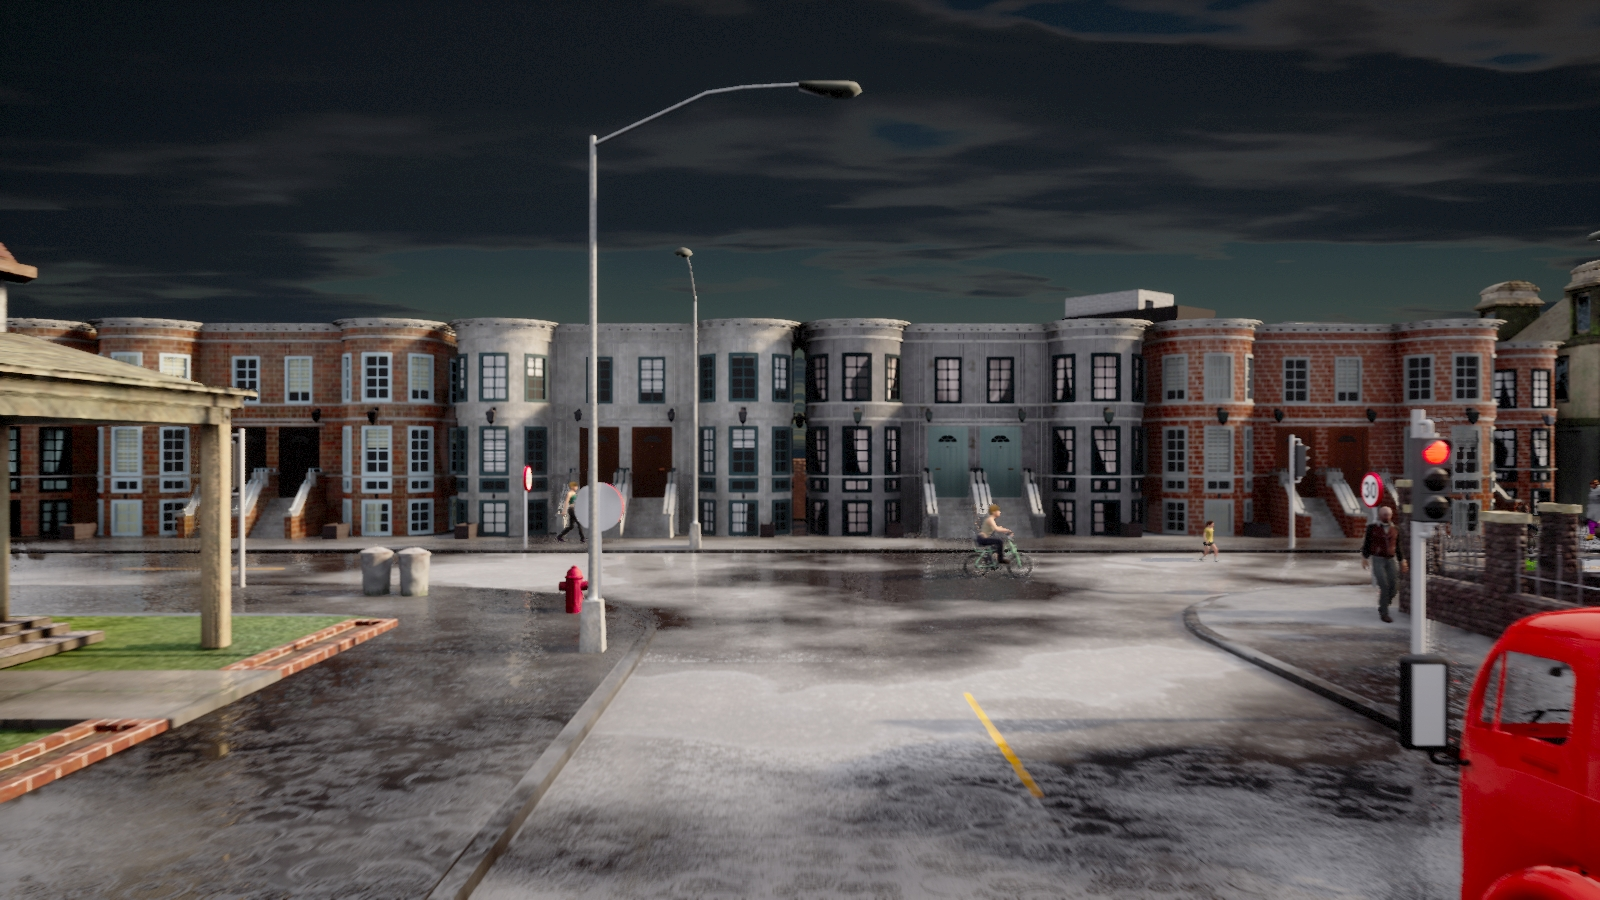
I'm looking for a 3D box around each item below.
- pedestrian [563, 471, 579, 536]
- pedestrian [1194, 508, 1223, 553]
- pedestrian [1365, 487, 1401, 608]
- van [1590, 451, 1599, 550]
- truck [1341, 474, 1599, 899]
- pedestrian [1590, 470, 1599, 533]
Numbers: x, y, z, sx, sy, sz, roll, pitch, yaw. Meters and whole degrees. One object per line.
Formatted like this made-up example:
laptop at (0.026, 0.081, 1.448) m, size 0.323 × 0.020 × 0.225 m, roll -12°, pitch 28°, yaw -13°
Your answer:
pedestrian at (-6.590, 1.524, 32.895) m, size 0.375 × 1.860 × 0.375 m, roll 0°, pitch 0°, yaw 7°
pedestrian at (10.238, 2.009, 28.638) m, size 0.500 × 1.100 × 0.500 m, roll 0°, pitch 0°, yaw -27°
pedestrian at (9.104, 1.516, 17.837) m, size 0.375 × 1.860 × 0.375 m, roll 0°, pitch 0°, yaw 1°
van at (23.682, 1.315, 29.003) m, size 5.915 × 2.561 × 1.988 m, roll 0°, pitch 0°, yaw 0°
truck at (3.965, 1.348, 2.950) m, size 2.627 × 2.467 × 5.204 m, roll 0°, pitch 0°, yaw -1°
pedestrian at (23.920, 1.526, 34.154) m, size 0.375 × 1.860 × 0.375 m, roll 0°, pitch 0°, yaw 7°
